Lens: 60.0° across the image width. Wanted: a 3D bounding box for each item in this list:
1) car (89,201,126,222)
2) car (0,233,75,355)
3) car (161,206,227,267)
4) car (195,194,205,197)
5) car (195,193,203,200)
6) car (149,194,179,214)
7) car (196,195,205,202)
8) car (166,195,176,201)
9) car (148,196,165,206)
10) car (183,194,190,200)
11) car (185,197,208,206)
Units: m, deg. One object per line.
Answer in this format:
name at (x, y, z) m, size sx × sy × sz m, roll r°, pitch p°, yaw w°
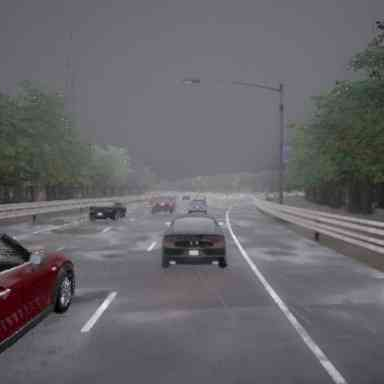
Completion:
car at (-6.548, 1.439, 26.361) m, size 1.882 × 1.535 × 5.008 m, roll 0°, pitch 0°, yaw 2°
car at (-3.384, 1.348, 4.779) m, size 2.097 × 1.767 × 4.553 m, roll 0°, pitch 0°, yaw 0°
car at (0.083, 1.472, 11.383) m, size 1.882 × 1.535 × 5.008 m, roll 0°, pitch 0°, yaw 1°
car at (1.145, 1.422, 50.615) m, size 1.812 × 1.442 × 4.674 m, roll 0°, pitch 0°, yaw 2°
car at (2.001, 1.205, 90.802) m, size 2.097 × 1.767 × 4.553 m, roll 0°, pitch 0°, yaw 0°
car at (-2.795, 1.291, 34.469) m, size 2.097 × 1.767 × 4.553 m, roll 0°, pitch 0°, yaw 2°
car at (1.772, 1.323, 71.018) m, size 1.882 × 1.535 × 5.008 m, roll 0°, pitch 0°, yaw 1°
car at (-5.052, 1.389, 81.149) m, size 1.994 × 1.385 × 4.181 m, roll 0°, pitch 0°, yaw 1°
car at (-5.661, 1.365, 53.504) m, size 2.128 × 1.511 × 4.902 m, roll 0°, pitch 0°, yaw 2°
car at (-1.504, 1.323, 88.276) m, size 1.882 × 1.535 × 5.008 m, roll 0°, pitch 0°, yaw 0°
car at (0.585, 1.494, 33.281) m, size 2.033 × 1.411 × 5.357 m, roll 0°, pitch 0°, yaw 2°
